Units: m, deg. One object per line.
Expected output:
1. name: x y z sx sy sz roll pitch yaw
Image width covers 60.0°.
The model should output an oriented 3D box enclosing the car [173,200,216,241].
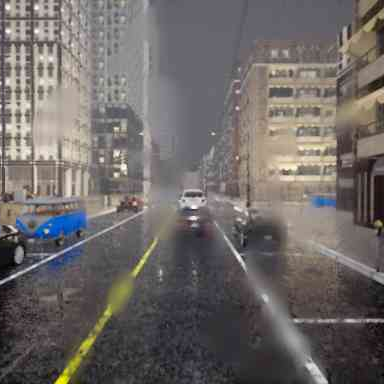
1. car: 0.100 1.335 15.391 2.033 1.411 5.357 0 1 0

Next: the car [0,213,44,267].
1. car: -5.692 1.437 8.159 2.008 1.369 4.403 0 1 0

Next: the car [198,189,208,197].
1. car: 2.680 0.253 79.873 2.192 1.841 5.009 0 1 0

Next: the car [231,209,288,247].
1. car: 2.688 1.360 13.807 2.008 1.369 4.403 0 1 0

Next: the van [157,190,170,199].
1. van: -5.698 0.493 63.220 1.690 1.788 3.998 0 1 0

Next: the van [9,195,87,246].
1. van: -5.693 1.150 13.804 1.690 1.788 3.998 0 1 0

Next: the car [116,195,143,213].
1. car: -5.695 1.021 30.750 1.967 1.590 4.097 0 1 0

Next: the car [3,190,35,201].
1. car: -21.136 0.506 41.524 4.097 1.590 1.967 1 0 0

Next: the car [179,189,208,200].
1. car: 0.102 0.828 28.830 2.150 2.045 5.566 0 1 0

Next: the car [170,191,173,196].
1. car: -5.701 0.394 85.254 1.752 1.417 4.829 0 1 0

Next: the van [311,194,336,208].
1. van: 16.925 1.140 41.488 3.998 1.788 1.690 1 0 0
